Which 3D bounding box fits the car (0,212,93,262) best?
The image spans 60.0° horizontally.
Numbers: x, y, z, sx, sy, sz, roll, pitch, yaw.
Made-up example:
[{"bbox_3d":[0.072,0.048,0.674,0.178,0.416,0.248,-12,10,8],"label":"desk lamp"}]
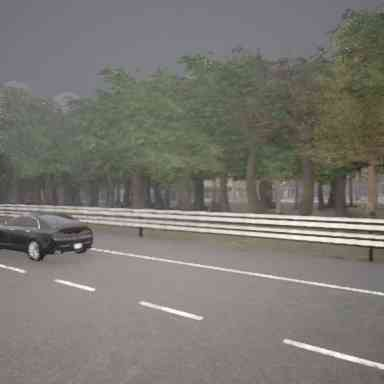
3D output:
[{"bbox_3d":[-5.679,1.513,12.225,4.892,1.490,1.837,0,0,36],"label":"car"}]
